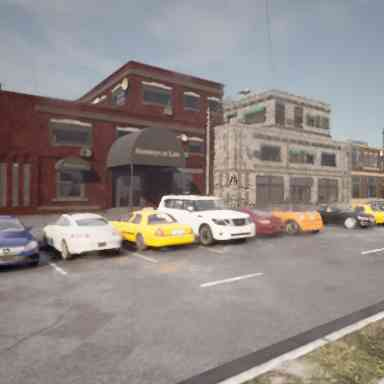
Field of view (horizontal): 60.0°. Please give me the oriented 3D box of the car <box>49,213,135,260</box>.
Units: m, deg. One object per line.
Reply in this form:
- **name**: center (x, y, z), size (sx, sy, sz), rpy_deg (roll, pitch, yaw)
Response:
- **car**: center (-4.150, 1.489, 12.345), size (2.002, 1.452, 4.674), rpy_deg (0, 0, -35)

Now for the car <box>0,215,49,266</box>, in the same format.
- **car**: center (-6.319, 1.502, 10.809), size (2.002, 1.452, 4.674), rpy_deg (-1, 0, -35)

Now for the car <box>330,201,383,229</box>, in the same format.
- **car**: center (9.526, 1.512, 22.076), size (2.231, 1.521, 4.892), rpy_deg (1, 0, -35)

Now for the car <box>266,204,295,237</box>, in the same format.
- **car**: center (2.637, 1.493, 17.170), size (2.002, 1.452, 4.674), rpy_deg (0, 0, -35)

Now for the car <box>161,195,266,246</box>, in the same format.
- **car**: center (0.391, 1.193, 15.541), size (2.435, 2.045, 5.566), rpy_deg (0, 0, -35)

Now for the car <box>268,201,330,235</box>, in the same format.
- **car**: center (4.919, 1.343, 18.755), size (2.185, 1.767, 4.553), rpy_deg (0, 0, -35)

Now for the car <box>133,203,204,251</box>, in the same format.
- **car**: center (-1.998, 1.441, 14.105), size (1.946, 1.575, 5.366), rpy_deg (0, 0, -35)
